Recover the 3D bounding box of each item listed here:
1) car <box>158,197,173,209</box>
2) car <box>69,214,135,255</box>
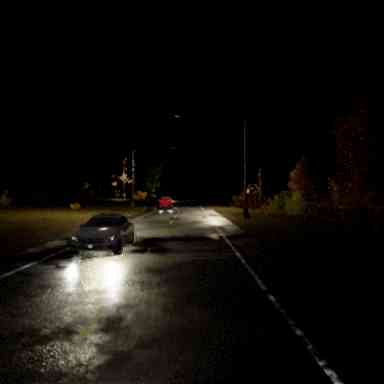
[{"bbox_3d":[-4.355,1.806,55.308,2.150,2.045,5.566,0,-1,-5],"label":"car"},{"bbox_3d":[-3.599,1.669,14.081,1.812,1.442,4.674,0,-1,0],"label":"car"}]
